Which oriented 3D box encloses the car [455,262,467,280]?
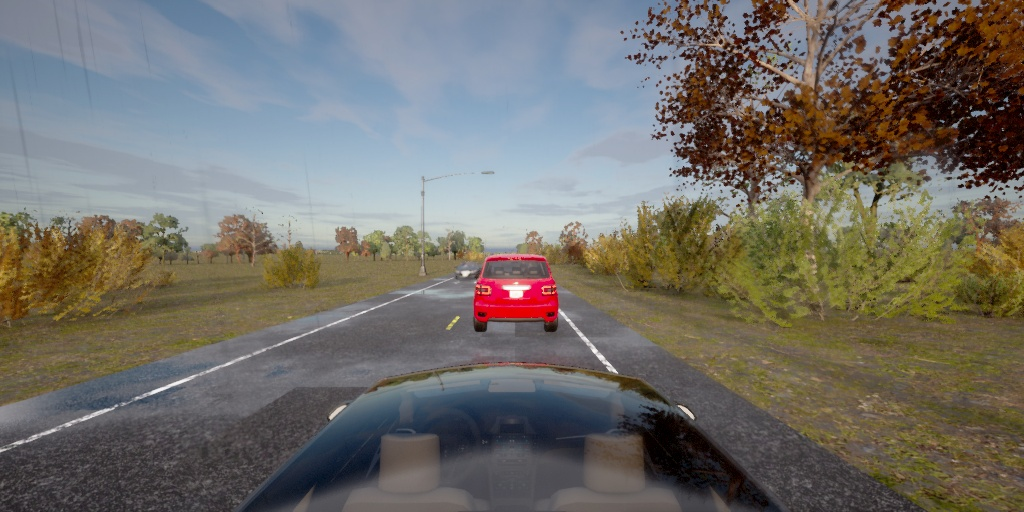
[{"bbox_3d":[-3.679,1.231,30.600,2.128,1.511,4.902,0,0,0],"label":"car"}]

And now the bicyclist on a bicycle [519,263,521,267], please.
[{"bbox_3d":[0.898,1.111,28.692,0.659,1.776,1.843,0,0,0],"label":"bicyclist on a bicycle"}]

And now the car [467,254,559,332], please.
[{"bbox_3d":[0.090,0.968,10.973,2.150,2.045,5.566,0,0,0],"label":"car"}]

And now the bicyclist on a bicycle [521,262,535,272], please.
[{"bbox_3d":[0.940,1.114,18.679,0.659,1.776,1.843,0,0,0],"label":"bicyclist on a bicycle"}]
